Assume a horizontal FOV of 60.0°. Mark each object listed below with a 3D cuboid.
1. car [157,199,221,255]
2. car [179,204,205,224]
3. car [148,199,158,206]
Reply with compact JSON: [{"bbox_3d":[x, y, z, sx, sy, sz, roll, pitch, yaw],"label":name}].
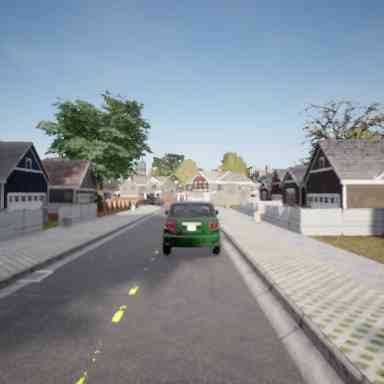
[{"bbox_3d":[-0.010,1.347,14.029,2.150,2.045,5.566,0,0,0],"label":"car"},{"bbox_3d":[-0.026,1.815,28.982,2.033,1.411,5.357,0,0,0],"label":"car"},{"bbox_3d":[-7.420,2.177,69.066,2.033,1.411,5.357,0,-1,-28],"label":"car"}]
